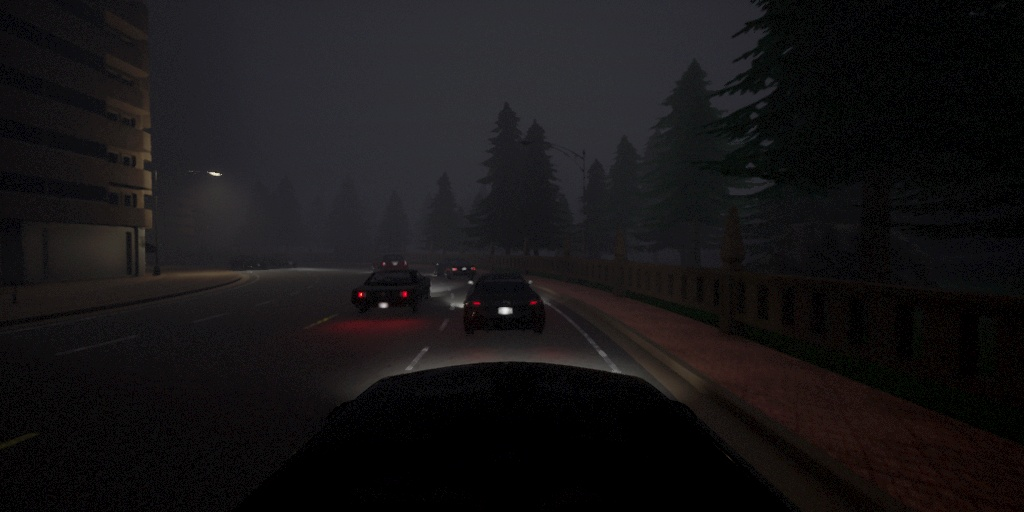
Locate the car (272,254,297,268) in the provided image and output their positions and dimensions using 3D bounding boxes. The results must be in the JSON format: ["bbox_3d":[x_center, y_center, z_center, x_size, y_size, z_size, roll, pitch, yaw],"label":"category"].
[{"bbox_3d":[-25.322,0.523,38.861,4.902,1.511,2.128,1,1,30],"label":"car"}]

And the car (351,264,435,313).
[{"bbox_3d":[-4.076,1.135,12.876,1.895,1.301,4.718,0,1,-7],"label":"car"}]

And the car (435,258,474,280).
[{"bbox_3d":[-4.102,0.839,25.407,2.033,1.411,5.357,0,1,-24],"label":"car"}]

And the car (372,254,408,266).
[{"bbox_3d":[-9.781,0.583,28.538,2.097,1.767,4.553,-1,1,-30],"label":"car"}]

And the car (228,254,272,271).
[{"bbox_3d":[-26.026,0.606,35.219,4.892,1.490,1.837,1,1,32],"label":"car"}]

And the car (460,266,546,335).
[{"bbox_3d":[-0.297,1.153,10.014,1.994,1.385,4.181,0,1,-4],"label":"car"}]
